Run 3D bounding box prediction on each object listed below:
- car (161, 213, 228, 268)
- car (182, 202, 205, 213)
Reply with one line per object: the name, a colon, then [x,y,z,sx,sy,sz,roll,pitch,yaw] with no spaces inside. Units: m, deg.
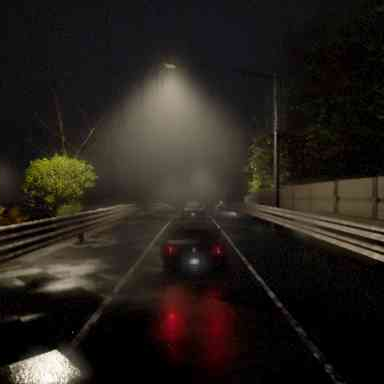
car: [0.078,1.619,11.321,1.895,1.301,4.718,0,0,0]
car: [0.120,1.616,28.586,2.128,1.511,4.902,0,-1,1]
